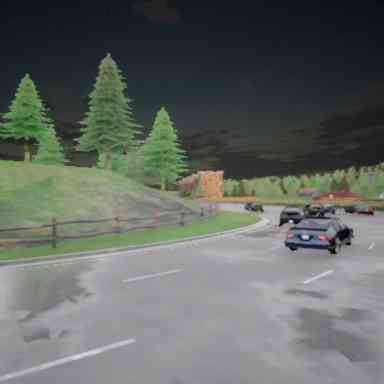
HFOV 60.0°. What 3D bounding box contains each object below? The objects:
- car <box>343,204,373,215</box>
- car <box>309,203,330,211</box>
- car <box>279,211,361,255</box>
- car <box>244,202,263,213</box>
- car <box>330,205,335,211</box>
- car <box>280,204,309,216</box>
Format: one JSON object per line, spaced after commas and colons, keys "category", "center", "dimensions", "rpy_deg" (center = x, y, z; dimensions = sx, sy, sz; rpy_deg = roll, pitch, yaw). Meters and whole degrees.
{"category": "car", "center": [20.865, 2.184, 41.924], "dimensions": [1.994, 1.385, 4.181], "rpy_deg": [0, -1, -3]}
{"category": "car", "center": [13.981, 2.116, 38.810], "dimensions": [1.837, 1.490, 4.892], "rpy_deg": [1, -1, 3]}
{"category": "car", "center": [5.736, 1.778, 14.641], "dimensions": [2.033, 1.411, 5.357], "rpy_deg": [-1, -1, 35]}
{"category": "car", "center": [9.460, 2.367, 51.185], "dimensions": [1.837, 1.490, 4.892], "rpy_deg": [0, -1, -7]}
{"category": "car", "center": [17.287, 2.209, 44.157], "dimensions": [1.812, 1.442, 4.674], "rpy_deg": [0, -1, -4]}
{"category": "car", "center": [8.102, 1.932, 26.513], "dimensions": [1.837, 1.490, 4.892], "rpy_deg": [0, -1, 21]}
